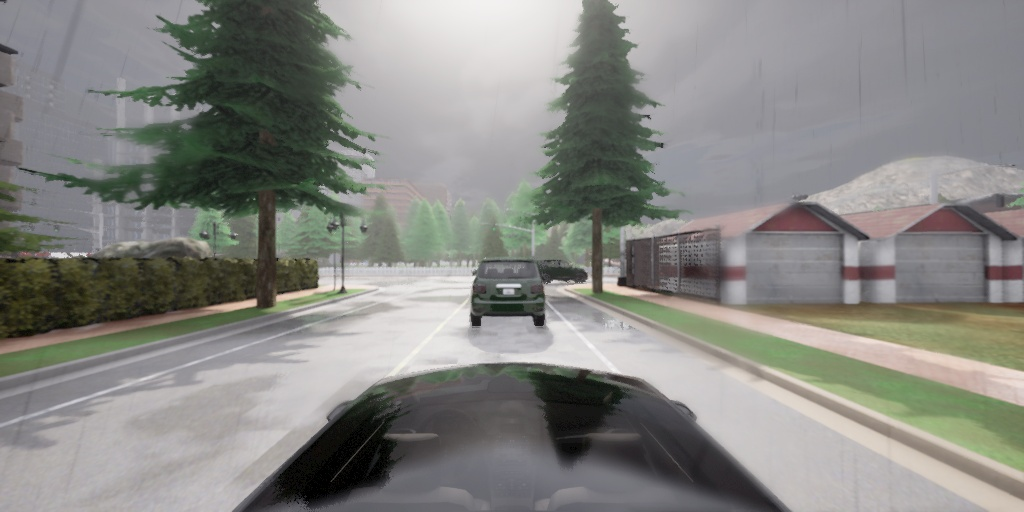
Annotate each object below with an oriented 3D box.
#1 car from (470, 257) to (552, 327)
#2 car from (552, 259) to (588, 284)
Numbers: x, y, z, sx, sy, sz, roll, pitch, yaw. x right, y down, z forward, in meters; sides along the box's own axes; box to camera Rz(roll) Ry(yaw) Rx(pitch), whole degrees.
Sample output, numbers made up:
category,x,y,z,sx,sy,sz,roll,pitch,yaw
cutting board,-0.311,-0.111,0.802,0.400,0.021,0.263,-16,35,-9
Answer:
category,x,y,z,sx,sy,sz,roll,pitch,yaw
car,-0.179,1.075,12.114,2.150,2.045,5.566,0,-1,-2
car,3.628,1.295,29.809,5.566,2.045,2.150,0,-2,-24
